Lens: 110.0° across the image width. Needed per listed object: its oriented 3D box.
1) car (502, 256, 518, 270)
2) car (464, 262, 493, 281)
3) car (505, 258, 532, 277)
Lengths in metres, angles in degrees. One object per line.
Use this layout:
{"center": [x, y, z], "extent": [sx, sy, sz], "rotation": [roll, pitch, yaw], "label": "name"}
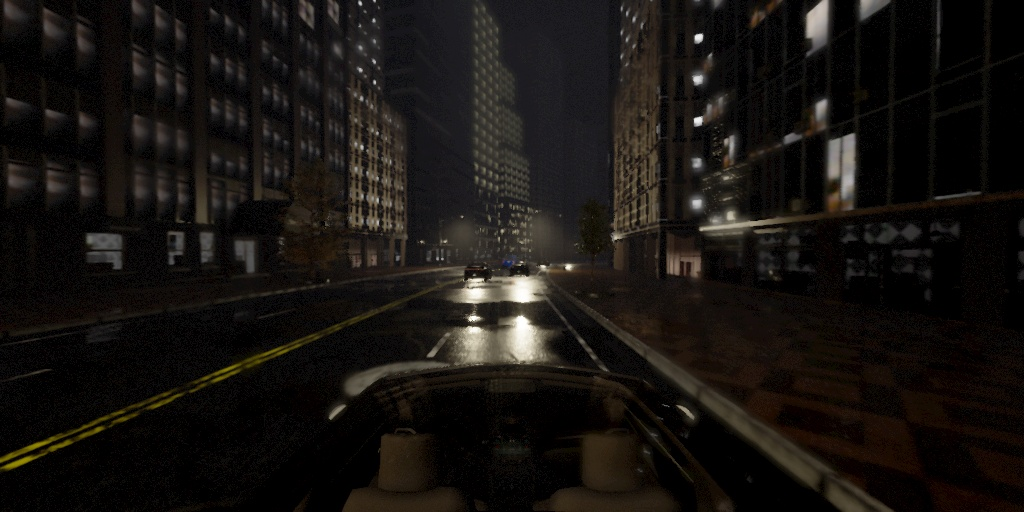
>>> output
{"center": [-0.076, 0.980, 53.645], "extent": [2.150, 2.045, 5.566], "rotation": [0, 0, 9], "label": "car"}
{"center": [-2.703, 1.235, 29.551], "extent": [2.128, 1.511, 4.902], "rotation": [0, 0, 3], "label": "car"}
{"center": [0.866, 1.277, 36.013], "extent": [2.128, 1.511, 4.902], "rotation": [0, 0, 5], "label": "car"}
